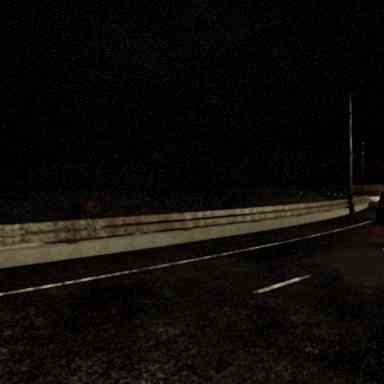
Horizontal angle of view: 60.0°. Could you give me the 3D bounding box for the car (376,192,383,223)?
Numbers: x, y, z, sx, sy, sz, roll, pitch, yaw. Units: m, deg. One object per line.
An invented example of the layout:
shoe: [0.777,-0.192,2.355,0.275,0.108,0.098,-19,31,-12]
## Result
car: [13.593,0.909,21.461,2.150,2.045,5.566,0,1,42]
